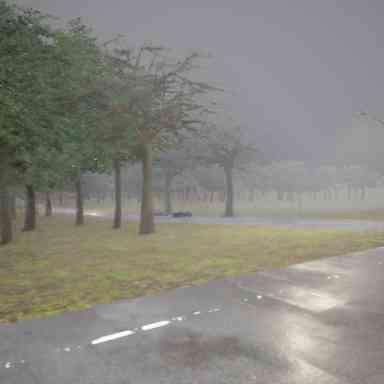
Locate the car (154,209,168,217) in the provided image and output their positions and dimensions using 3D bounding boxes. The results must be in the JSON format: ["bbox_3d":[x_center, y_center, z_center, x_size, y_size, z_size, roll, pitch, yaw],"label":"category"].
[{"bbox_3d":[-6.662,4.349,68.146,1.837,1.490,4.892,-2,-1,-34],"label":"car"}]

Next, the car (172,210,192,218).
[{"bbox_3d":[-1.903,4.010,61.248,1.882,1.535,5.008,-2,-2,-34],"label":"car"}]
